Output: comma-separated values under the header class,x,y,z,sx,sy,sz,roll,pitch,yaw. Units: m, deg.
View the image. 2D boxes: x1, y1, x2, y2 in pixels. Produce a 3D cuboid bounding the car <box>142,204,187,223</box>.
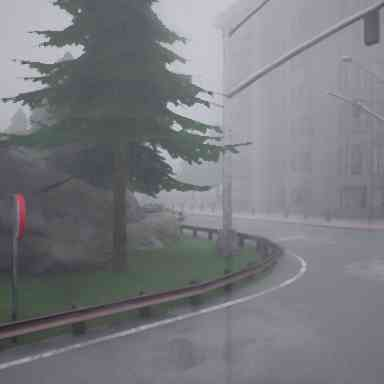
class,x,y,z,sx,sy,sz,roll,pitch,yaw
car,-2.401,1.537,23.911,1.895,1.301,4.718,0,0,-37
